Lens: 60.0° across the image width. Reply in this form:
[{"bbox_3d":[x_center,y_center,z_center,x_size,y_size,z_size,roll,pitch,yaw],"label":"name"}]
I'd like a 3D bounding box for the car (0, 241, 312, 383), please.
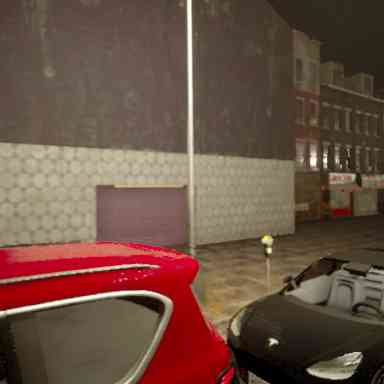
[{"bbox_3d":[-1.979,1.321,1.408,5.009,1.841,2.192,0,0,-35],"label":"car"}]

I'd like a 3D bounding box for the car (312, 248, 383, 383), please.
[{"bbox_3d":[2.443,1.536,4.556,4.313,1.339,1.947,0,0,-35],"label":"car"}]
